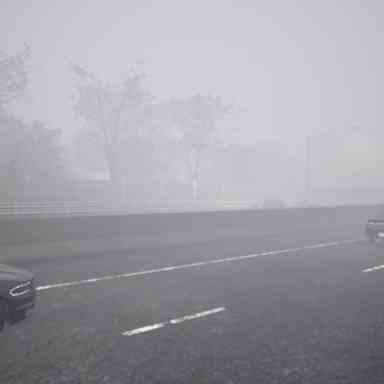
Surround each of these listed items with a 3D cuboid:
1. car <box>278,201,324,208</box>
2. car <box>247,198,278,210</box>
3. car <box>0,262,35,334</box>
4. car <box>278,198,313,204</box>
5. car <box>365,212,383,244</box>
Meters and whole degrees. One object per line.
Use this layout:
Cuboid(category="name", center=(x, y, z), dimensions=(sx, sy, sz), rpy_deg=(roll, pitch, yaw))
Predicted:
Cuboid(category="car", center=(9.862, 1.678, 28.224), dimensions=(4.718, 1.301, 1.895), rpy_deg=(0, 0, -35))
Cuboid(category="car", center=(8.034, 1.438, 35.515), dimensions=(4.553, 1.767, 2.097), rpy_deg=(0, 0, -35))
Cuboid(category="car", center=(-4.890, 1.473, 4.558), dimensions=(5.008, 1.535, 1.882), rpy_deg=(0, 0, -36))
Cuboid(category="car", center=(11.357, 1.582, 33.585), dimensions=(4.902, 1.511, 2.128), rpy_deg=(0, 0, -35))
Cuboid(category="car", center=(9.740, 1.543, 14.996), dimensions=(4.902, 1.511, 2.128), rpy_deg=(0, 0, -35))
